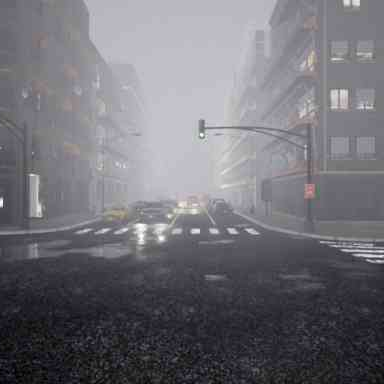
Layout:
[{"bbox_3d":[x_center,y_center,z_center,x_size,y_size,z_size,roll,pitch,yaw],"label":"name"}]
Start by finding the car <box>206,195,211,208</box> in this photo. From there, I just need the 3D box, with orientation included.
[{"bbox_3d":[2.849,1.450,36.408,1.967,1.590,4.097,1,0,0],"label":"car"}]

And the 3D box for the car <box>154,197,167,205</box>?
[{"bbox_3d":[-5.443,1.544,58.380,1.752,1.417,4.829,1,0,0],"label":"car"}]

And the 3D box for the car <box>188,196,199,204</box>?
[{"bbox_3d":[0.277,1.570,67.162,2.033,1.411,5.357,0,0,0],"label":"car"}]

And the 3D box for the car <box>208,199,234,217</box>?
[{"bbox_3d":[2.825,1.553,30.884,1.887,1.381,4.507,1,0,0],"label":"car"}]

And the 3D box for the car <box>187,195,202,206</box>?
[{"bbox_3d":[0.236,1.370,57.126,2.097,1.767,4.553,0,0,0],"label":"car"}]

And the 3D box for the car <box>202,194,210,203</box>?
[{"bbox_3d":[2.987,1.339,69.549,2.192,1.841,5.009,1,0,0],"label":"car"}]

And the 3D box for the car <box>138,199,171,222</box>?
[{"bbox_3d":[-2.983,1.532,26.570,1.812,1.442,4.674,0,0,0],"label":"car"}]

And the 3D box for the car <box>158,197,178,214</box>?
[{"bbox_3d":[-2.944,1.557,36.442,2.033,1.411,5.357,0,0,1],"label":"car"}]

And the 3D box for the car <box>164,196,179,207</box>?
[{"bbox_3d":[-2.897,1.577,46.822,1.994,1.385,4.181,0,0,0],"label":"car"}]

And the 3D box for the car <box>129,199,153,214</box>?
[{"bbox_3d":[-5.533,1.554,36.456,1.887,1.381,4.507,1,0,0],"label":"car"}]

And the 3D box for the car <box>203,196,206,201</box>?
[{"bbox_3d":[2.893,1.596,47.455,1.802,1.307,4.206,1,0,0],"label":"car"}]

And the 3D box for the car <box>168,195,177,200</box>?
[{"bbox_3d":[-5.305,1.588,91.690,2.008,1.369,4.403,1,0,0],"label":"car"}]

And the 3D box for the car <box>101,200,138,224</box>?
[{"bbox_3d":[-5.579,1.532,25.240,1.752,1.417,4.829,1,0,0],"label":"car"}]

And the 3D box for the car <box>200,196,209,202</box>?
[{"bbox_3d":[3.030,1.596,80.595,1.947,1.339,4.313,1,0,0],"label":"car"}]
